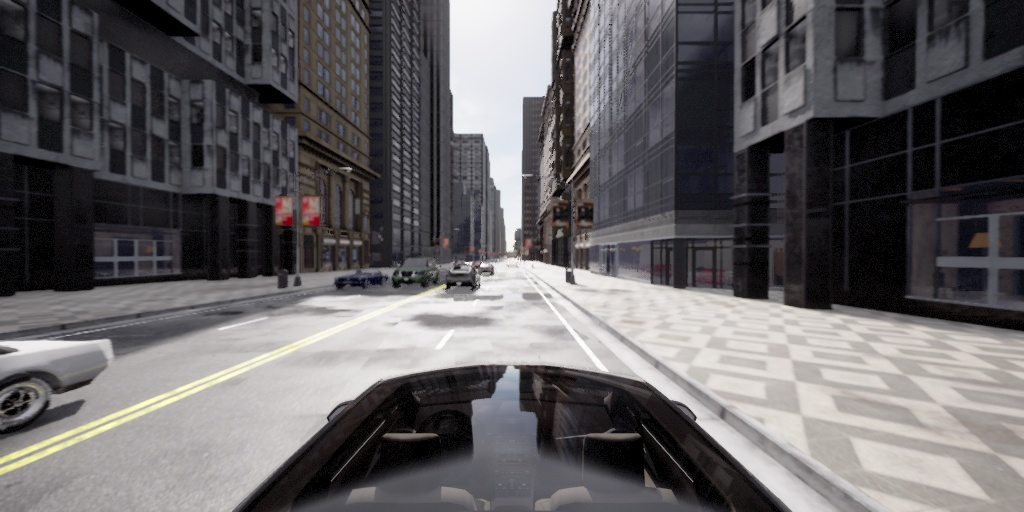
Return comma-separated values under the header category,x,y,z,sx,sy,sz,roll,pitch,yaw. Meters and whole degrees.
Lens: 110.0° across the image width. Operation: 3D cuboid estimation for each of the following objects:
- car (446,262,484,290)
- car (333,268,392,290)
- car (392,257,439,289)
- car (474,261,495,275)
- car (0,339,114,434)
category,x,y,z,sx,sy,sz,roll,pitch,yaw
car,-3.155,1.387,23.714,1.837,1.490,4.892,0,0,0
car,-9.853,1.482,23.740,1.895,1.301,4.718,0,0,0
car,-6.602,1.113,25.157,2.150,2.045,5.566,0,0,0
car,-3.159,1.595,44.490,2.033,1.411,5.357,0,0,0
car,-6.562,1.356,2.768,1.895,1.301,4.718,0,0,0
